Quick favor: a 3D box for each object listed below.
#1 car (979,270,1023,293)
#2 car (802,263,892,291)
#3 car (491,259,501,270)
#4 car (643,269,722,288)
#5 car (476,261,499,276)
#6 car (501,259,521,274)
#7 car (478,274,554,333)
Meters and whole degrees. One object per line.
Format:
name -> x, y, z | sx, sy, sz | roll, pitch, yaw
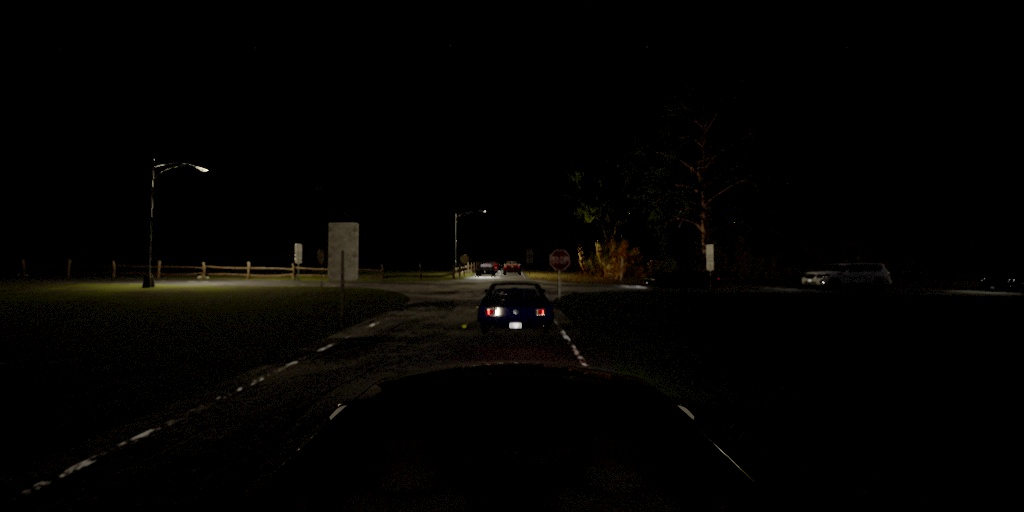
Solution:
car -> 39.150, 1.890, 27.561 | 4.553, 1.767, 2.097 | 1, -1, 0
car -> 25.567, 1.553, 27.472 | 5.566, 2.045, 2.150 | 0, -1, 0
car -> -2.929, 1.543, 49.556 | 1.882, 1.535, 5.008 | 0, 0, 0
car -> 12.933, 1.694, 27.336 | 5.357, 1.411, 2.033 | 1, -1, -2
car -> -2.920, 1.568, 40.833 | 1.994, 1.385, 4.181 | 0, 0, 0
car -> 0.018, 1.385, 44.952 | 2.097, 1.767, 4.553 | 0, 0, 0
car -> 0.090, 1.408, 10.933 | 1.895, 1.301, 4.718 | 0, 0, 0
